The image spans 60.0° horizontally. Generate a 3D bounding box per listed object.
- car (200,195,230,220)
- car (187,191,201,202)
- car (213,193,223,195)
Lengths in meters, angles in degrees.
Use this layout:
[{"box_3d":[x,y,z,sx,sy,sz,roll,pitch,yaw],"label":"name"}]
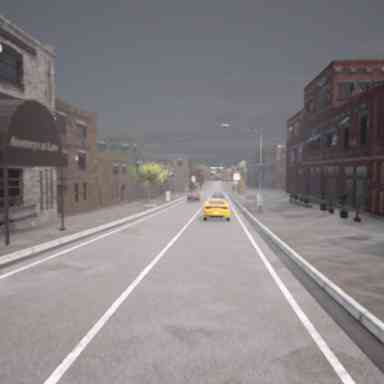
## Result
[{"box_3d":[1.925,1.258,25.712,1.882,1.535,5.008,1,1,5],"label":"car"},{"box_3d":[0.320,0.691,50.336,1.882,1.535,5.008,1,2,5],"label":"car"},{"box_3d":[3.758,0.840,48.524,2.033,1.411,5.357,1,2,5],"label":"car"}]
